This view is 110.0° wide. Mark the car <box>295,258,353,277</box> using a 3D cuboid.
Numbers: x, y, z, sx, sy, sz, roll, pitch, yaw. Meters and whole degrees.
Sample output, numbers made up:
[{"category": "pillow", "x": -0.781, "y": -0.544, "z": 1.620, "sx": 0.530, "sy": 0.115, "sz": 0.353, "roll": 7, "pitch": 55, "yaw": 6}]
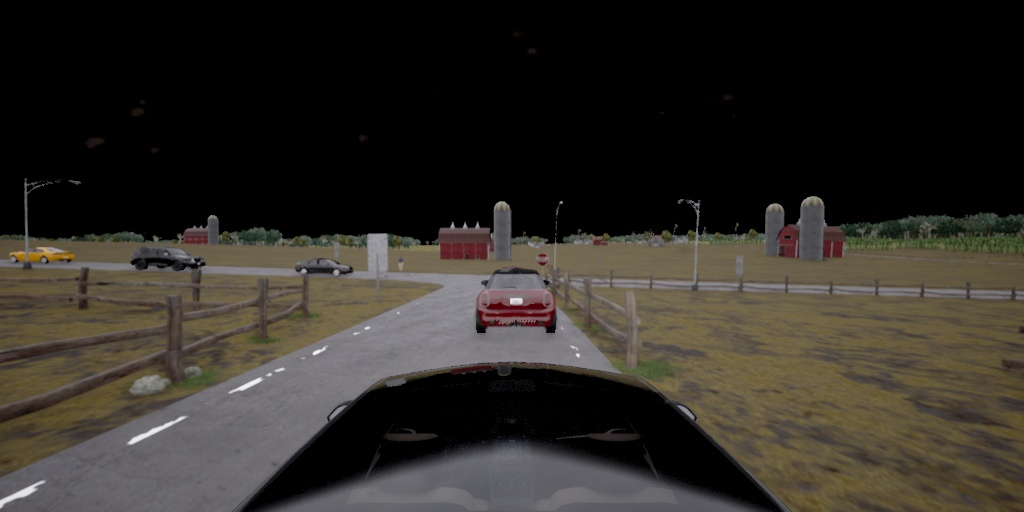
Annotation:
[{"category": "car", "x": -17.000, "y": 1.006, "z": 32.599, "sx": 4.892, "sy": 1.490, "sz": 1.837, "roll": 2, "pitch": 2, "yaw": 0}]

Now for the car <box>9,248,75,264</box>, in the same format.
[{"category": "car", "x": -46.728, "y": -0.100, "z": 35.645, "sx": 5.008, "sy": 1.535, "sz": 1.882, "roll": 2, "pitch": 2, "yaw": 1}]

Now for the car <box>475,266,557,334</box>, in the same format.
[{"category": "car", "x": 0.107, "y": 1.159, "z": 11.030, "sx": 2.097, "sy": 1.767, "sz": 4.553, "roll": 0, "pitch": 0, "yaw": 0}]

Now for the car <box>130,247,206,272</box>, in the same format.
[{"category": "car", "x": -31.272, "y": 0.247, "z": 32.664, "sx": 5.566, "sy": 2.045, "sz": 2.150, "roll": 2, "pitch": 2, "yaw": 0}]

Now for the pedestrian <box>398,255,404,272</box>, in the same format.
[{"category": "pedestrian", "x": -11.994, "y": 0.786, "z": 38.524, "sx": 0.375, "sy": 1.860, "sz": 0.375, "roll": 0, "pitch": 0, "yaw": 0}]
